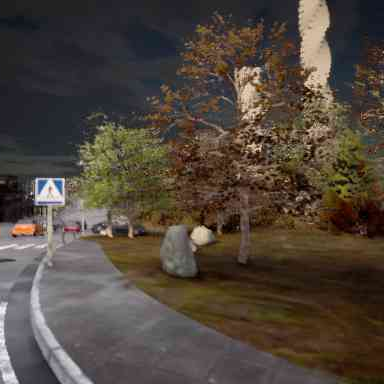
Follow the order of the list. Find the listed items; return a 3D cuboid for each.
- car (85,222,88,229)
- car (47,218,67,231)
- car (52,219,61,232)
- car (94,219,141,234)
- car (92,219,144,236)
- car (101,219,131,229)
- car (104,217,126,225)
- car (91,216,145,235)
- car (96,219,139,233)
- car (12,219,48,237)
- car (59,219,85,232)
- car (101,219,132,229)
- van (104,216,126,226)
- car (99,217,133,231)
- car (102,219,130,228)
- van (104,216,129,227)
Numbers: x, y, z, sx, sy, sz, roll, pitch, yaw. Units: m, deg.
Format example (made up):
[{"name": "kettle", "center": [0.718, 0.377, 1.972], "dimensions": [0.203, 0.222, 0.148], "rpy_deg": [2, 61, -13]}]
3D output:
[{"name": "car", "center": [-17.567, 5.110, 52.150], "dimensions": [1.837, 1.490, 4.892], "rpy_deg": [0, -4, -13]}, {"name": "car", "center": [-20.627, 4.924, 50.975], "dimensions": [2.097, 1.767, 4.553], "rpy_deg": [0, -4, -13]}, {"name": "car", "center": [-18.522, 4.393, 42.212], "dimensions": [2.128, 1.511, 4.902], "rpy_deg": [0, -4, -13]}, {"name": "car", "center": [-8.111, 3.760, 36.432], "dimensions": [4.892, 1.521, 2.231], "rpy_deg": [0, -5, -13]}, {"name": "car", "center": [-7.485, 3.538, 33.760], "dimensions": [5.008, 1.535, 2.097], "rpy_deg": [0, -5, -13]}, {"name": "car", "center": [-12.615, 5.244, 55.127], "dimensions": [4.792, 1.488, 2.163], "rpy_deg": [0, -4, -13]}, {"name": "car", "center": [-16.391, 6.189, 71.191], "dimensions": [4.553, 1.767, 2.185], "rpy_deg": [0, -3, -13]}, {"name": "car", "center": [-6.848, 3.317, 31.088], "dimensions": [4.892, 1.521, 2.231], "rpy_deg": [0, -5, -13]}, {"name": "car", "center": [-8.725, 4.008, 39.101], "dimensions": [4.792, 1.488, 2.163], "rpy_deg": [0, -4, -13]}, {"name": "car", "center": [-16.284, 3.532, 33.290], "dimensions": [2.097, 1.767, 4.553], "rpy_deg": [0, -5, -14]}, {"name": "car", "center": [-15.239, 4.424, 42.406], "dimensions": [1.994, 1.385, 4.181], "rpy_deg": [0, -4, -13]}, {"name": "car", "center": [-11.944, 5.056, 52.458], "dimensions": [4.674, 1.452, 2.002], "rpy_deg": [0, -4, -13]}, {"name": "van", "center": [-15.897, 5.919, 68.491], "dimensions": [4.442, 1.987, 1.878], "rpy_deg": [0, -4, -13]}, {"name": "car", "center": [-10.701, 4.488, 47.113], "dimensions": [4.553, 1.767, 2.185], "rpy_deg": [0, -4, -13]}, {"name": "car", "center": [-13.195, 5.436, 57.812], "dimensions": [4.792, 1.488, 2.163], "rpy_deg": [0, -4, -13]}, {"name": "van", "center": [-13.753, 5.372, 60.520], "dimensions": [4.442, 1.987, 1.878], "rpy_deg": [0, -4, -13]}]
